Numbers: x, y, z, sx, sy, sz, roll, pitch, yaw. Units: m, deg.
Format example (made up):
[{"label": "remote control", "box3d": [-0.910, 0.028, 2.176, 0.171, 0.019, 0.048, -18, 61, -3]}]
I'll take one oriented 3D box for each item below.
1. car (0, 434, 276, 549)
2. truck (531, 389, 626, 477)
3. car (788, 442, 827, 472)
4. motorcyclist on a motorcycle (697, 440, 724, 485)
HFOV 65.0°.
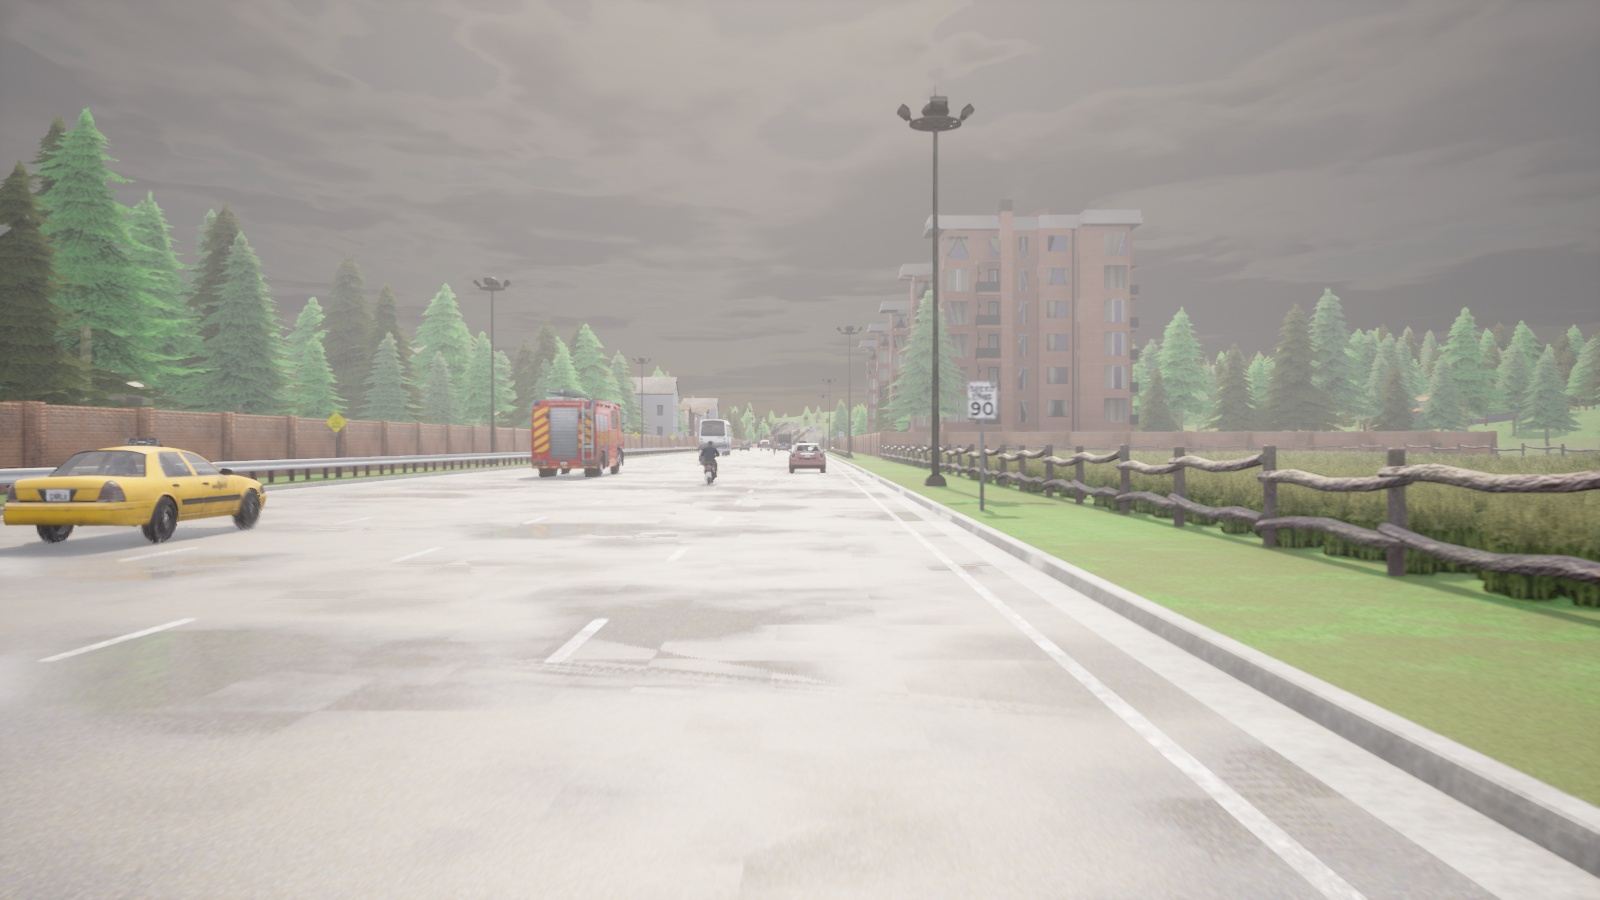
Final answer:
[{"label": "car", "box3d": [-10.371, 0.563, 19.985, 1.801, 1.575, 5.366, 0, 0, 0]}, {"label": "truck", "box3d": [-10.151, -0.756, 58.573, 2.891, 3.827, 8.468, 0, 0, 0]}, {"label": "car", "box3d": [0.381, 0.349, 64.446, 1.970, 1.475, 3.806, 0, 0, 0]}, {"label": "motorcyclist on a motorcycle", "box3d": [-3.227, 0.441, 45.434, 0.866, 1.590, 1.817, 0, 0, 0]}]
